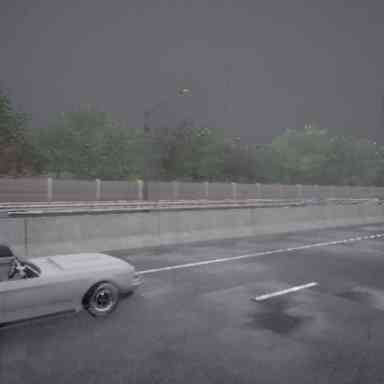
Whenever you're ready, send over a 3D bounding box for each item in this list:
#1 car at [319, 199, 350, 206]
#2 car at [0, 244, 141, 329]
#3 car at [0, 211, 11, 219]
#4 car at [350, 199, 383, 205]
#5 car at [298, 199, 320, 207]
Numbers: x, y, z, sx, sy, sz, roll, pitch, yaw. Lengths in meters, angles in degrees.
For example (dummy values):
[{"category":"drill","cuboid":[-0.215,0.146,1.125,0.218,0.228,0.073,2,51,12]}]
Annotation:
[{"category":"car","cuboid":[16.876,1.641,37.471,4.718,1.301,1.895,0,0,-35]},{"category":"car","cuboid":[-3.339,1.601,5.785,4.718,1.301,1.895,0,0,-35]},{"category":"car","cuboid":[-13.846,1.549,19.866,5.357,1.411,2.033,0,0,-35]},{"category":"car","cuboid":[19.060,1.519,34.731,5.008,1.535,1.882,1,0,-35]},{"category":"car","cuboid":[15.176,1.589,40.550,5.357,1.411,2.033,0,0,-35]}]
